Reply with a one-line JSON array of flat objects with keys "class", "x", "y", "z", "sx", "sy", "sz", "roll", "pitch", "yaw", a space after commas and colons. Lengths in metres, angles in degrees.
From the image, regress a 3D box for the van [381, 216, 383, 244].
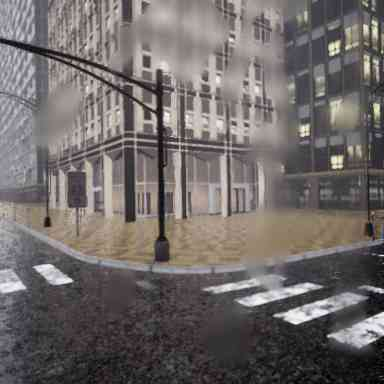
[{"class": "van", "x": 9.005, "y": 1.342, "z": 12.970, "sx": 3.998, "sy": 1.788, "sz": 1.690, "roll": 0, "pitch": -1, "yaw": -35}]
